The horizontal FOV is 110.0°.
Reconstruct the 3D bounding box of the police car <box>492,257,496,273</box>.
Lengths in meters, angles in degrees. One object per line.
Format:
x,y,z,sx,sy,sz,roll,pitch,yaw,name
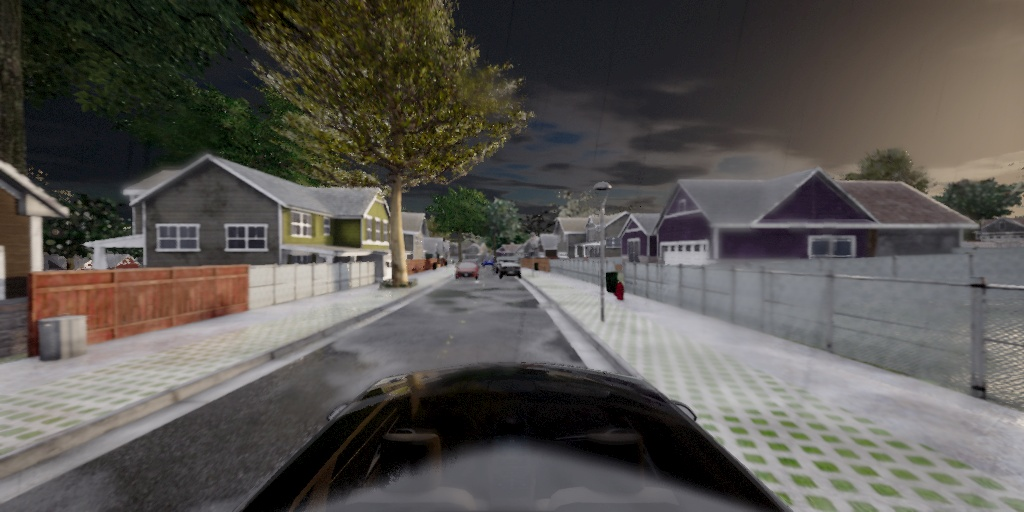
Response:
-1.025,1.234,43.011,1.930,1.638,5.238,0,0,-5,police car

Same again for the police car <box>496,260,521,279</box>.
-0.244,1.201,32.993,1.930,1.638,5.238,0,0,-4,police car

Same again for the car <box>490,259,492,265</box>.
-1.583,1.360,48.903,1.812,1.442,4.674,0,0,-6,car

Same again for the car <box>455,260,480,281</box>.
-3.839,1.257,31.271,1.882,1.535,5.008,0,0,-4,car
